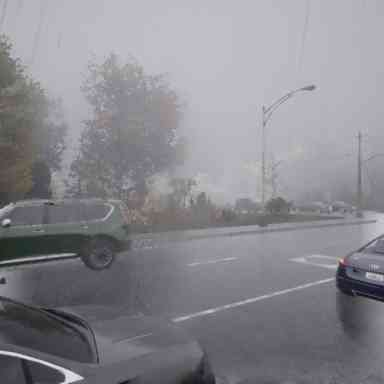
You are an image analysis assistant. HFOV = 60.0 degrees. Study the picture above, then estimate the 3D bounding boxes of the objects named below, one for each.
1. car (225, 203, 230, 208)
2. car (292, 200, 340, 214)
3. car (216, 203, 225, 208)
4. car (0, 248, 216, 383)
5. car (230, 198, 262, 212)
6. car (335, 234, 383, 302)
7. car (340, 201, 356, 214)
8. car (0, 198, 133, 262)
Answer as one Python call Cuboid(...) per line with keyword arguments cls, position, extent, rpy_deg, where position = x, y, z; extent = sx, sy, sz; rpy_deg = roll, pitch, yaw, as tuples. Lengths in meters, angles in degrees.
Cuboid(cls="car", position=(6.445, 2.564, 55.367), extent=(2.128, 1.511, 4.902), rpy_deg=(0, -3, -32))
Cuboid(cls="car", position=(13.534, 1.741, 37.550), extent=(2.128, 1.511, 4.902), rpy_deg=(0, -2, -32))
Cuboid(cls="car", position=(2.792, 2.480, 54.602), extent=(2.097, 1.767, 4.553), rpy_deg=(0, -3, -32))
Cuboid(cls="car", position=(-2.033, 1.505, 2.297), extent=(4.892, 1.490, 1.837), rpy_deg=(0, 0, -36))
Cuboid(cls="car", position=(8.235, 1.831, 45.953), extent=(2.150, 2.045, 5.566), rpy_deg=(0, -3, -32))
Cuboid(cls="car", position=(5.112, 1.574, 7.402), extent=(4.181, 1.385, 1.994), rpy_deg=(0, 0, -34))
Cuboid(cls="car", position=(16.713, 1.741, 39.052), extent=(2.128, 1.511, 4.902), rpy_deg=(0, -2, -34))
Cuboid(cls="car", position=(-4.447, 1.222, 9.428), extent=(5.566, 2.045, 2.150), rpy_deg=(0, 0, -35))
